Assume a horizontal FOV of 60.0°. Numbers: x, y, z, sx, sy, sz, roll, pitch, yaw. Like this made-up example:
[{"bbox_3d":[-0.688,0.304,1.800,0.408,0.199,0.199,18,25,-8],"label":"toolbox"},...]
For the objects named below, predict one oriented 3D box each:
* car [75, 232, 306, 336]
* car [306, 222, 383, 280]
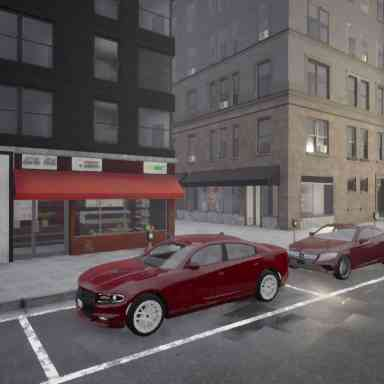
[{"bbox_3d":[0.022,1.545,6.662,4.507,1.381,1.887,0,0,-35],"label":"car"},{"bbox_3d":[4.541,1.577,9.884,4.206,1.307,1.802,0,0,-35],"label":"car"}]
